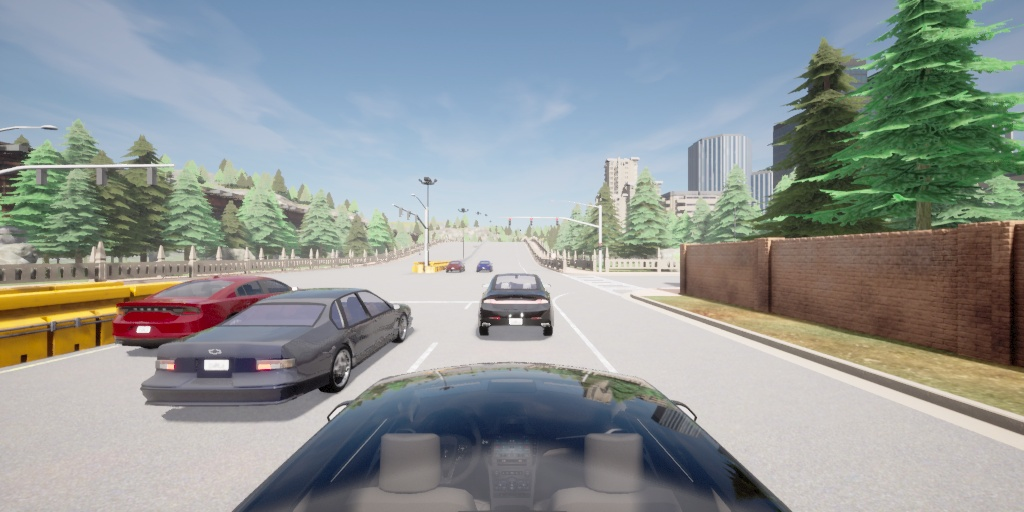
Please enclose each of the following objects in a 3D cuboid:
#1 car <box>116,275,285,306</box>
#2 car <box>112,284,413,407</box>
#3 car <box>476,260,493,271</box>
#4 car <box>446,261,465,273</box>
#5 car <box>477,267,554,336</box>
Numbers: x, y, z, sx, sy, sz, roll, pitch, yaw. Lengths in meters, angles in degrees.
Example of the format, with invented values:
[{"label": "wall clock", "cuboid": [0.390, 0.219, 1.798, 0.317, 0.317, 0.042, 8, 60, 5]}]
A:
[{"label": "car", "cuboid": [-6.901, 1.228, 9.192, 1.882, 1.535, 5.008, 0, 0, 0]}, {"label": "car", "cuboid": [-3.400, 1.297, 6.630, 2.033, 1.411, 5.357, 0, 0, 0]}, {"label": "car", "cuboid": [-3.410, 1.276, 45.250, 1.812, 1.442, 4.674, 0, 0, 0]}, {"label": "car", "cuboid": [-6.905, 1.276, 44.259, 1.812, 1.442, 4.674, 0, 0, 0]}, {"label": "car", "cuboid": [0.127, 1.242, 10.377, 2.128, 1.511, 4.902, 0, 0, 1]}]
